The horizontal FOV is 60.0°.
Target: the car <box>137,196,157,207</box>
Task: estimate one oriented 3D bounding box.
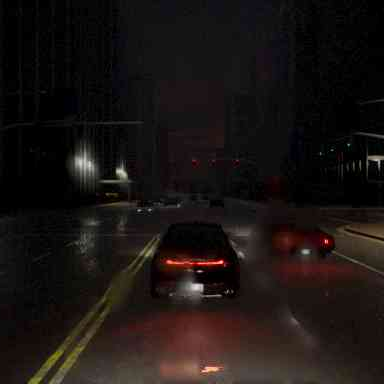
[{"bbox_3d":[-6.939,1.349,50.058,2.097,1.767,4.553,0,0,0],"label":"car"}]

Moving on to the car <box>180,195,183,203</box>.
[{"bbox_3d":[-3.302,1.595,67.917,1.895,1.301,4.718,0,0,0],"label":"car"}]

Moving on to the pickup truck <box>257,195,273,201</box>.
[{"bbox_3d":[16.851,1.052,75.811,2.390,2.098,6.274,0,0,31],"label":"pickup truck"}]

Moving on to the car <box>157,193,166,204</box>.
[{"bbox_3d":[-6.825,1.499,66.012,1.837,1.490,4.892,0,0,1],"label":"car"}]

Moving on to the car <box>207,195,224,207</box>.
[{"bbox_3d":[3.753,1.473,50.801,1.882,1.535,5.008,0,0,0],"label":"car"}]

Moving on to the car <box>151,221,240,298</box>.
[{"bbox_3d":[0.084,1.504,8.502,1.837,1.490,4.892,0,0,1],"label":"car"}]

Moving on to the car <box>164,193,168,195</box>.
[{"bbox_3d":[-6.756,1.215,80.425,2.150,2.045,5.566,0,0,0],"label":"car"}]

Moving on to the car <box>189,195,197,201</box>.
[{"bbox_3d":[0.243,1.480,80.031,1.837,1.490,4.892,0,0,0],"label":"car"}]

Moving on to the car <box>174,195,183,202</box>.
[{"bbox_3d":[-3.256,1.468,80.444,1.882,1.535,5.008,0,0,0],"label":"car"}]

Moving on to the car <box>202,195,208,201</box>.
[{"bbox_3d":[3.761,1.544,85.717,1.994,1.385,4.181,0,0,0],"label":"car"}]

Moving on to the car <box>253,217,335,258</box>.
[{"bbox_3d":[3.619,1.600,12.758,1.895,1.301,4.718,0,0,0],"label":"car"}]

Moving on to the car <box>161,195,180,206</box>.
[{"bbox_3d":[-3.417,1.559,53.951,1.994,1.385,4.181,0,0,0],"label":"car"}]
